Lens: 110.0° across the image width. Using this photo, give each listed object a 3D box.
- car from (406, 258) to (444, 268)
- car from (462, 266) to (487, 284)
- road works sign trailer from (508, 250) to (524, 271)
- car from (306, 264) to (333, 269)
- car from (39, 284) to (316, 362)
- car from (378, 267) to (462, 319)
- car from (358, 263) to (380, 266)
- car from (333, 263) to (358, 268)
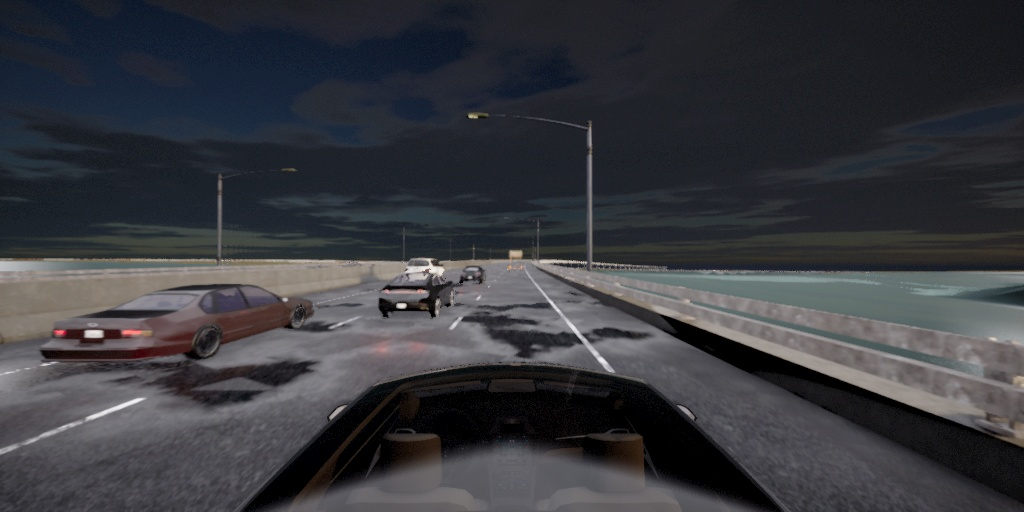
[{"bbox_3d":[-6.770,1.199,28.345,2.150,2.045,5.566,0,0,1],"label":"car"},{"bbox_3d":[-3.249,1.520,30.282,1.812,1.442,4.674,0,0,1],"label":"car"},{"bbox_3d":[0.656,0.726,62.132,2.380,3.560,2.880,0,0,1],"label":"road works sign trailer"},{"bbox_3d":[-24.213,1.723,45.762,1.895,1.301,4.718,0,-1,1],"label":"car"},{"bbox_3d":[-6.890,1.353,8.417,2.033,1.411,5.357,0,-1,0],"label":"car"},{"bbox_3d":[-3.372,1.342,13.394,2.128,1.511,4.902,0,0,0],"label":"car"},{"bbox_3d":[-17.224,1.723,45.587,1.895,1.301,4.718,0,-1,1],"label":"car"},{"bbox_3d":[-20.694,1.623,46.770,2.128,1.511,4.902,0,0,1],"label":"car"}]
